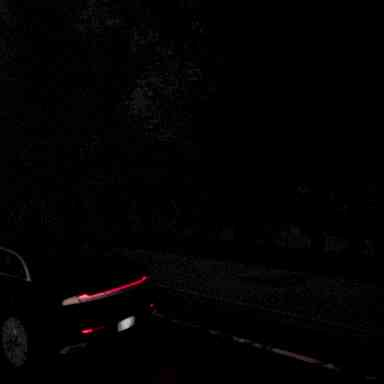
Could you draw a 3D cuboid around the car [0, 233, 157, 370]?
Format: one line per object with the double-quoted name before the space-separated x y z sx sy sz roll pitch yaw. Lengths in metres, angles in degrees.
"car" -2.820 1.474 5.695 4.902 1.511 2.128 0 0 35
